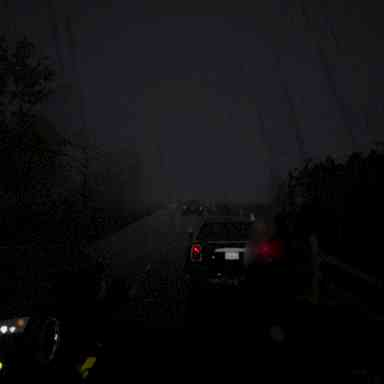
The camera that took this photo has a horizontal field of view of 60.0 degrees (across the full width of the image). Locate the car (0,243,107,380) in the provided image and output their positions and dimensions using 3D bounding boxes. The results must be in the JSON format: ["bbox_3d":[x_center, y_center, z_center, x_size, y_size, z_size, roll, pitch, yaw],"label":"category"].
[{"bbox_3d":[-2.849,1.612,5.629,1.994,1.385,4.181,0,0,0],"label":"car"}]

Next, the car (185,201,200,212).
[{"bbox_3d":[0.066,1.950,46.064,1.895,1.301,4.718,0,0,0],"label":"car"}]

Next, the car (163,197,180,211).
[{"bbox_3d":[-2.831,1.882,47.138,1.812,1.442,4.674,0,-1,0],"label":"car"}]

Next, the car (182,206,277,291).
[{"bbox_3d":[0.904,1.430,9.412,2.097,1.767,4.553,0,0,1],"label":"car"}]

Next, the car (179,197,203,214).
[{"bbox_3d":[0.072,1.624,34.916,2.097,1.767,4.553,0,0,0],"label":"car"}]

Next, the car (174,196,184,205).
[{"bbox_3d":[-2.730,1.857,72.067,2.097,1.767,4.553,0,0,0],"label":"car"}]
